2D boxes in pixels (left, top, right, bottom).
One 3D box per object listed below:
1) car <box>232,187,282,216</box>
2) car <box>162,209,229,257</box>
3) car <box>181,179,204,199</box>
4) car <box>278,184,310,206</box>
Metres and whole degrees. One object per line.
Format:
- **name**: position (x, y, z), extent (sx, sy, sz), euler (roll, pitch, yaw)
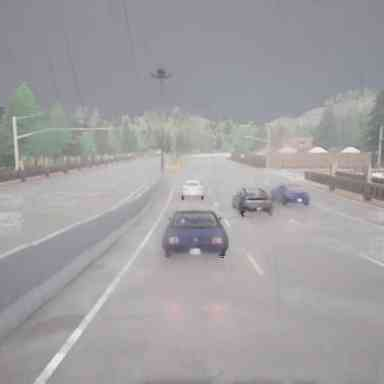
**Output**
- **car**: position (3.579, 0.493, 20.129), extent (2.128, 1.511, 4.902), euler (0, 5, 0)
- **car**: position (0.099, 1.246, 11.413), extent (1.895, 1.301, 4.718), euler (0, 3, 0)
- **car**: position (0.039, -0.343, 28.105), extent (1.812, 1.442, 4.674), euler (0, 7, 0)
- **car**: position (7.061, 0.127, 24.126), extent (1.812, 1.442, 4.674), euler (0, 6, 0)
